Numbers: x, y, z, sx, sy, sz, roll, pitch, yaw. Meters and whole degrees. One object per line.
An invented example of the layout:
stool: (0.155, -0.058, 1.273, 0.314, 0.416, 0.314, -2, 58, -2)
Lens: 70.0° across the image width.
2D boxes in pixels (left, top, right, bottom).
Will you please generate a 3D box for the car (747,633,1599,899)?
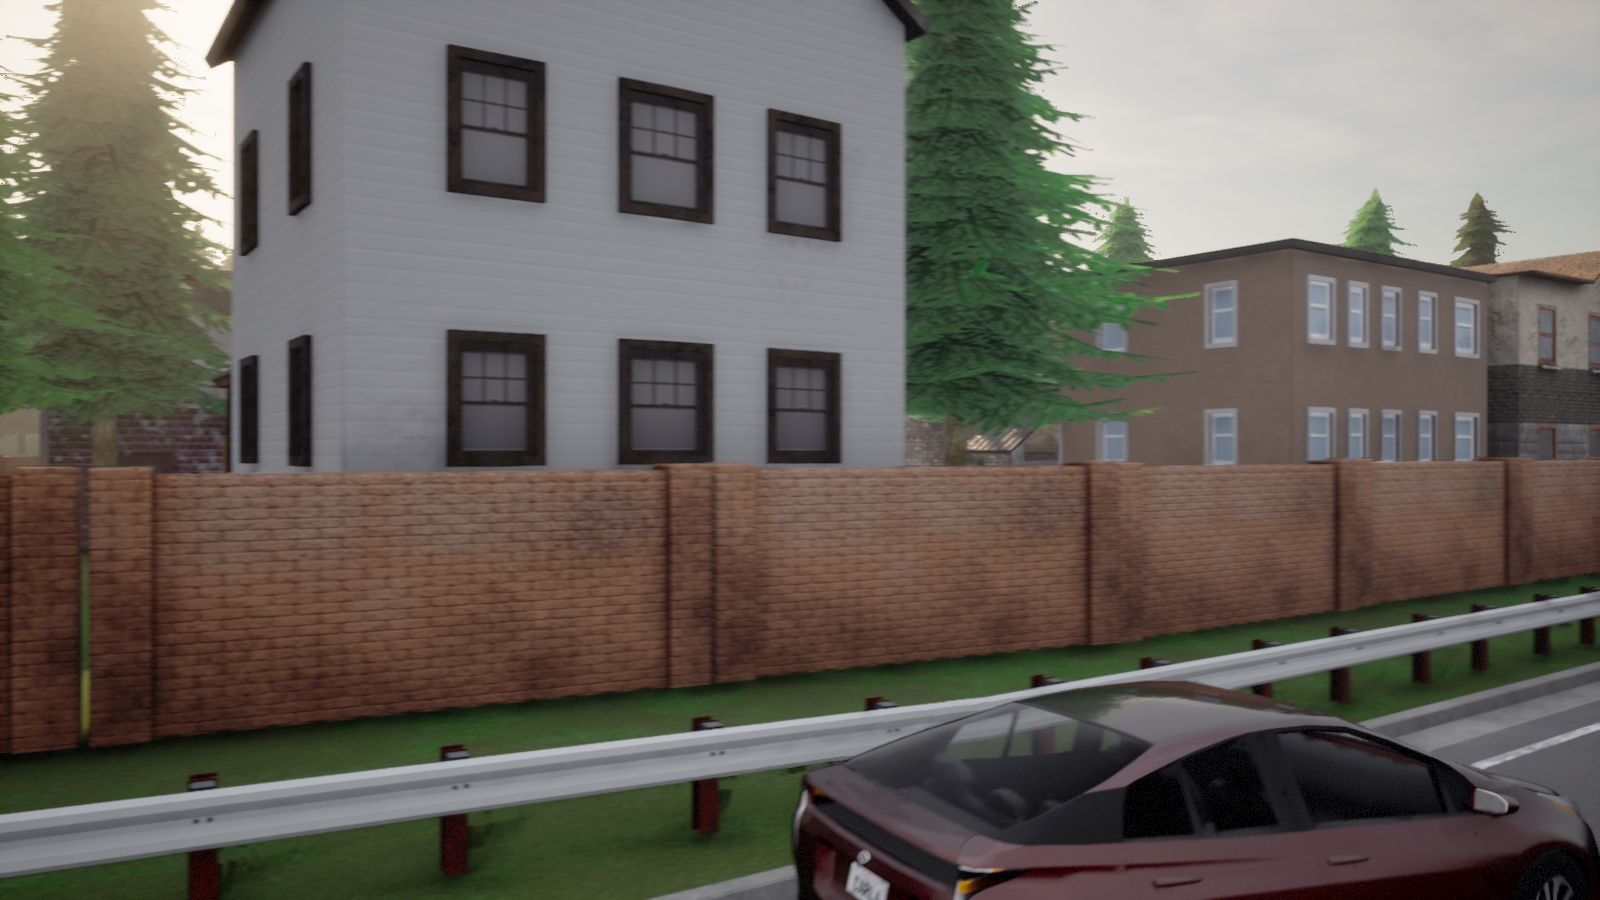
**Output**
car: (2.191, 2.040, 6.062, 4.514, 1.525, 2.007, 0, 0, -27)
